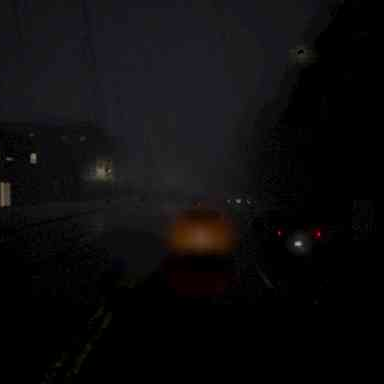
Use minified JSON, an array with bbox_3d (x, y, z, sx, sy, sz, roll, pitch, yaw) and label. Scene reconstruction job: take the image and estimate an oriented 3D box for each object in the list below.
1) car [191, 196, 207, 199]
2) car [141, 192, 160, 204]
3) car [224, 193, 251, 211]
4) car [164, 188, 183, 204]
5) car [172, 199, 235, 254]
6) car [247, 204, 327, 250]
[{"bbox_3d":[0.760,1.064,30.543,1.994,1.385,4.181,0,1,1],"label":"car"},{"bbox_3d":[-5.598,0.773,44.566,1.812,1.442,4.674,0,1,1],"label":"car"},{"bbox_3d":[3.987,0.879,29.606,2.097,1.767,4.553,0,1,1],"label":"car"},{"bbox_3d":[-2.357,0.485,44.164,2.150,2.045,5.566,0,1,1],"label":"car"},{"bbox_3d":[0.341,1.271,12.527,1.882,1.535,5.008,0,1,2],"label":"car"},{"bbox_3d":[3.613,1.393,13.316,1.895,1.301,4.718,0,1,2],"label":"car"}]
